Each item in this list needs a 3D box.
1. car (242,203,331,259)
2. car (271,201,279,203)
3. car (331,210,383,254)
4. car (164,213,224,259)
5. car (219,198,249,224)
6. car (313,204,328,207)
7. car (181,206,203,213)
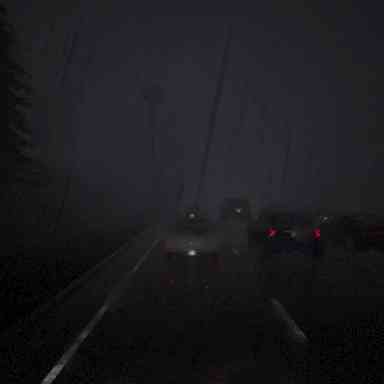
[{"bbox_3d":[3.525,1.500,13.391,2.097,1.767,4.553,0,-1,0],"label":"car"},{"bbox_3d":[7.029,1.666,28.389,2.097,1.767,4.553,0,-1,0],"label":"car"},{"bbox_3d":[7.033,1.635,14.204,1.882,1.535,5.008,0,0,1],"label":"car"},{"bbox_3d":[0.021,1.748,13.216,1.895,1.301,4.718,0,-1,0],"label":"car"},{"bbox_3d":[3.518,1.530,27.530,2.150,2.045,5.566,0,0,0],"label":"car"},{"bbox_3d":[10.529,1.823,28.487,1.837,1.490,4.892,0,0,1],"label":"car"},{"bbox_3d":[0.030,1.880,28.457,1.994,1.385,4.181,0,-1,0],"label":"car"}]
